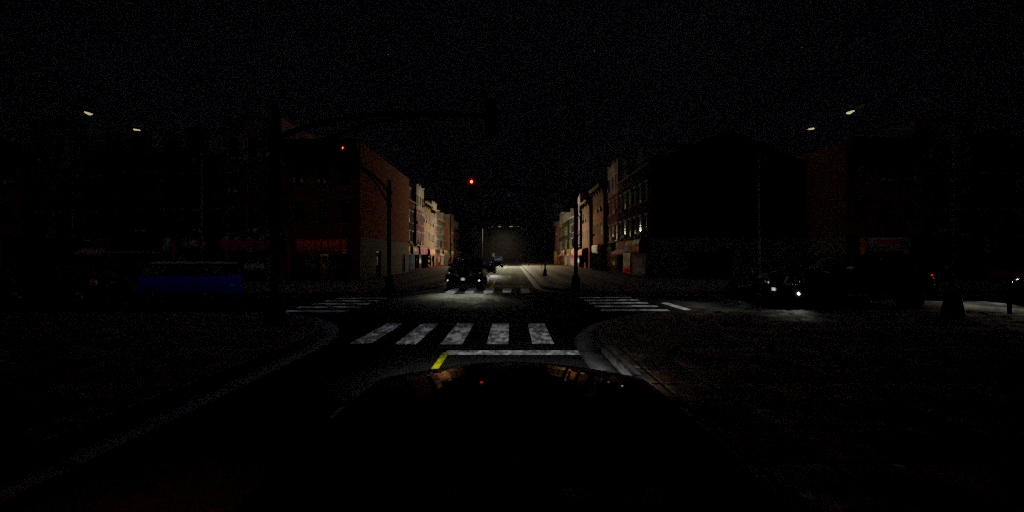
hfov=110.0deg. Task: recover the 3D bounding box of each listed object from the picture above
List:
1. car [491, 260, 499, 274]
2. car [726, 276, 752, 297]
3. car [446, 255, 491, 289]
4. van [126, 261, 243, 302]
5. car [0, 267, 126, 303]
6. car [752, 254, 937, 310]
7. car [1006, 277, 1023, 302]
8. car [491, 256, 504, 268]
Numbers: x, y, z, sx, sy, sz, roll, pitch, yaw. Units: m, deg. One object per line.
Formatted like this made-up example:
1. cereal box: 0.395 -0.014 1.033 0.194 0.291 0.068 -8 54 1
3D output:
1. car: -2.772 1.375 40.819 1.895 1.301 4.718 0 0 0
2. car: 12.286 1.267 16.532 4.403 1.370 2.007 0 0 0
3. car: -2.817 0.983 23.338 2.150 2.045 5.566 0 0 0
4. van: -14.716 1.124 16.454 3.998 1.789 1.690 0 0 0
5. car: -20.191 1.239 16.438 4.097 1.591 1.967 0 0 0
6. car: 12.972 0.935 13.998 5.566 2.045 2.150 0 0 0
7. car: 22.656 1.048 14.022 4.553 1.767 2.097 0 0 0
8. car: -2.635 1.021 62.731 2.150 2.045 5.566 0 0 0
